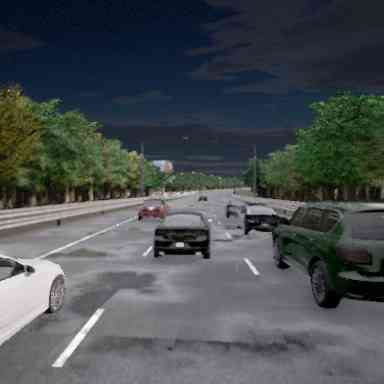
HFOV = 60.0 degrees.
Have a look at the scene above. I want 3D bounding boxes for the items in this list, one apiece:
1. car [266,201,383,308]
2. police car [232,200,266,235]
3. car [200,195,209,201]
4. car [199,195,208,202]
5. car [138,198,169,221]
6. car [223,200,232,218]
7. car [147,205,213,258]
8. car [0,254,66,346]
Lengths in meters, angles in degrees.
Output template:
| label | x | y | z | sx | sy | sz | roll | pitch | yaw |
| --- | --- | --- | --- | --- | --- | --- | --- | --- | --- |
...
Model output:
| label | x | y | z | sx | sy | sz | roll | pitch | yaw |
| --- | --- | --- | --- | --- | --- | --- | --- | --- | --- |
| car | 3.529 | 1.223 | 8.022 | 2.150 | 2.045 | 5.566 | 0 | 0 | 0 |
| police car | 3.659 | 1.426 | 19.027 | 1.930 | 1.638 | 5.238 | 0 | 0 | 1 |
| car | 3.319 | 1.530 | 88.893 | 2.033 | 1.411 | 5.357 | 0 | 0 | 4 |
| car | 2.594 | 1.491 | 78.489 | 1.837 | 1.490 | 4.892 | 0 | 0 | 4 |
| car | -3.054 | 1.343 | 27.418 | 2.097 | 1.767 | 4.553 | 0 | 0 | 1 |
| car | 3.885 | 1.492 | 29.840 | 2.128 | 1.511 | 4.902 | 0 | 0 | 1 |
| car | -0.250 | 1.475 | 12.774 | 1.882 | 1.535 | 5.008 | 0 | 0 | 3 |
| car | -3.386 | 1.522 | 4.605 | 1.812 | 1.442 | 4.674 | 0 | 0 | 0 |
